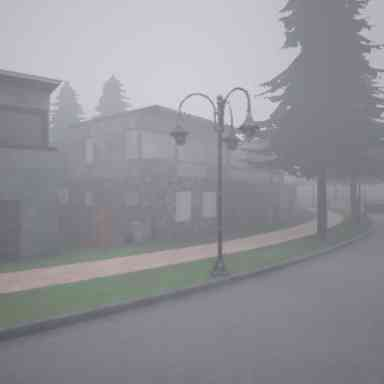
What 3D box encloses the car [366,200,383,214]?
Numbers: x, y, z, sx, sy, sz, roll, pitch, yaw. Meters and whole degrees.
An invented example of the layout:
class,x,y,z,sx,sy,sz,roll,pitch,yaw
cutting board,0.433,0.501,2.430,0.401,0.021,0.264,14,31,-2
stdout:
class,x,y,z,sx,sy,sz,roll,pitch,yaw
car,20.432,1.591,36.444,1.882,1.535,5.008,0,0,13
